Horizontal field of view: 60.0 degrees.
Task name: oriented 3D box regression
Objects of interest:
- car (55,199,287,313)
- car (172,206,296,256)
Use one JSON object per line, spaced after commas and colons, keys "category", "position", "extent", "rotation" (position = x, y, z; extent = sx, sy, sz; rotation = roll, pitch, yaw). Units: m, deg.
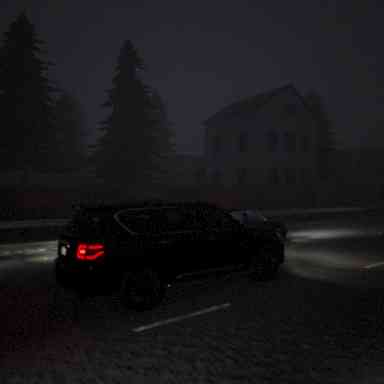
{"category": "car", "position": [-0.249, 1.191, 7.869], "extent": [5.566, 2.045, 2.150], "rotation": [-1, 0, -36]}
{"category": "car", "position": [1.847, 1.424, 13.664], "extent": [4.902, 1.511, 2.128], "rotation": [-1, 0, -36]}
